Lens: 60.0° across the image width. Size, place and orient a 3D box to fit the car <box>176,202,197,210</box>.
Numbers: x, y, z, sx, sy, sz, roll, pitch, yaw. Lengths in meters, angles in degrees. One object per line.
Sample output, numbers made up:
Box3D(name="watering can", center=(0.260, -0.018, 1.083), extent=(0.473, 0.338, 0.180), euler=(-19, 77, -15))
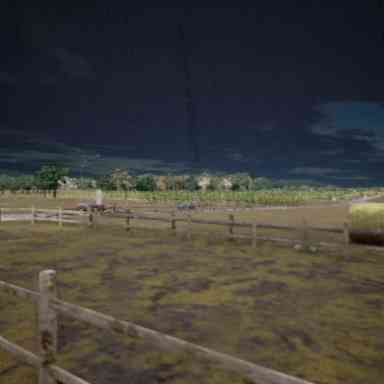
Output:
Box3D(name="car", center=(-0.903, 2.543, 60.062), extent=(1.837, 1.490, 4.892), euler=(1, -1, 35))

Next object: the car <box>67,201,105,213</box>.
Box3D(name="car", center=(-13.455, 1.948, 42.401), extent=(1.882, 1.535, 5.008), euler=(1, -1, 35))
